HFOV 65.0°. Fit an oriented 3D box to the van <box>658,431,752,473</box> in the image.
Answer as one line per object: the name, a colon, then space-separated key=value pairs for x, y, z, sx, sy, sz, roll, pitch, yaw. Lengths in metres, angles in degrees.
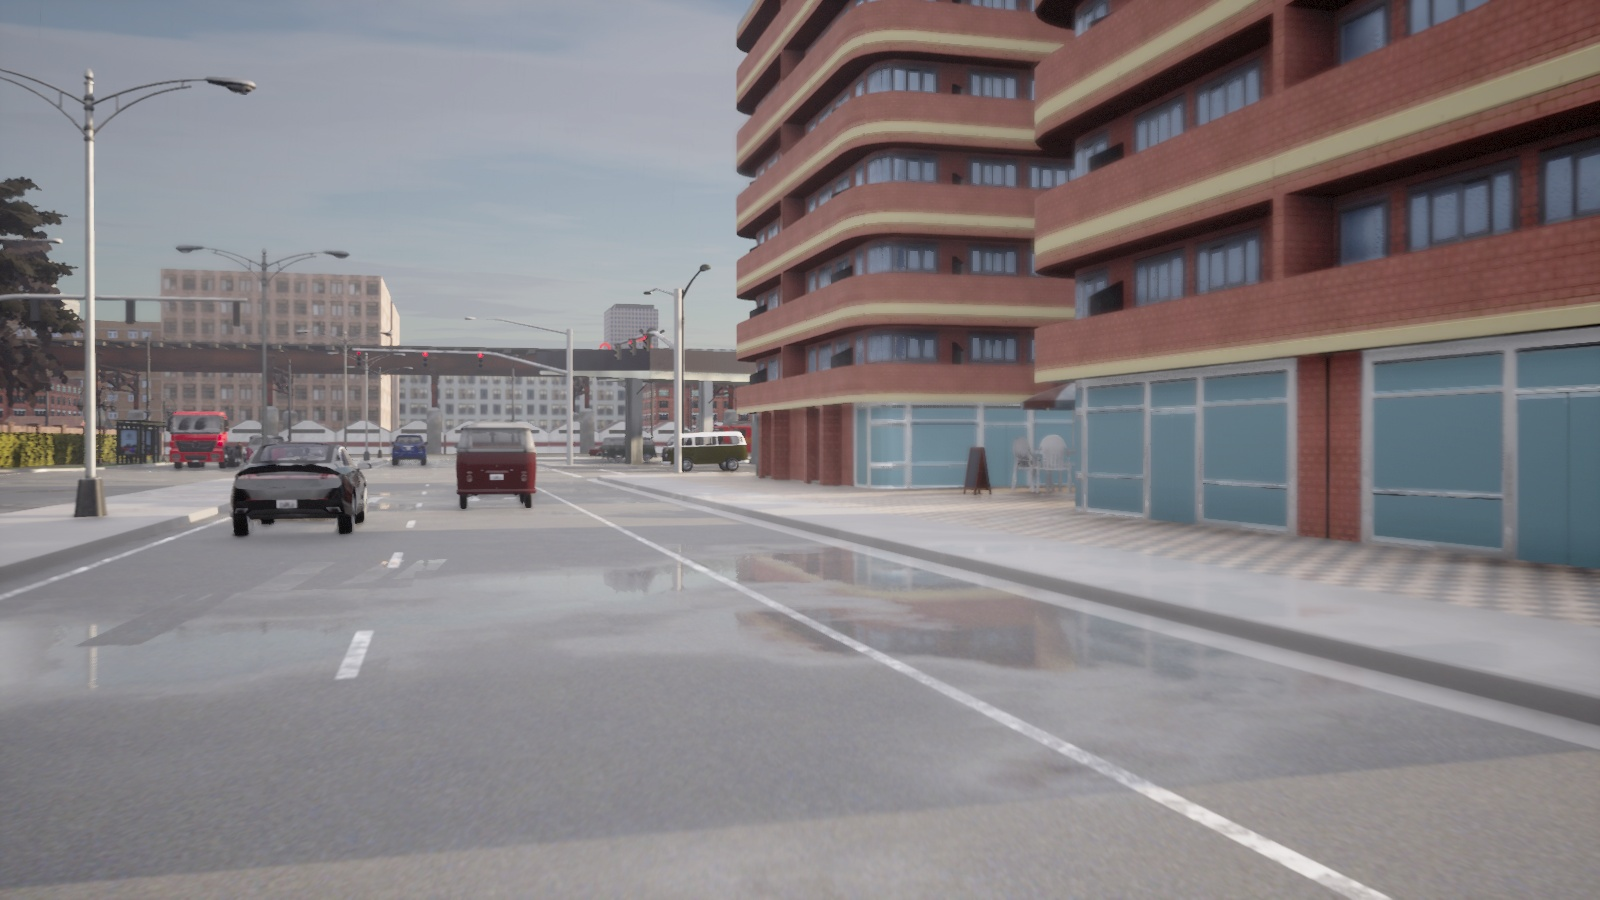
van: x=-4.976 y=0.070 z=65.685 sx=4.480 sy=2.038 sz=2.069 roll=-2 pitch=1 yaw=-17

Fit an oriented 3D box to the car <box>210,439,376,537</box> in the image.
car: x=-8.659 y=0.568 z=21.895 sx=2.128 sy=1.511 sz=4.902 roll=0 pitch=0 yaw=-15

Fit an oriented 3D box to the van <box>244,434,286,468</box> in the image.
van: x=-32.003 y=0.033 z=75.183 sx=1.775 sy=1.987 sz=4.442 roll=0 pitch=1 yaw=-16

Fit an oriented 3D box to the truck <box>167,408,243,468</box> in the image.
truck: x=-35.972 y=-0.709 z=76.194 sx=2.891 sy=3.462 sz=7.936 roll=0 pitch=0 yaw=-16

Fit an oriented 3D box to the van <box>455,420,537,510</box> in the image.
van: x=-7.354 y=0.318 z=30.122 sx=1.775 sy=1.987 sz=4.442 roll=0 pitch=0 yaw=-15

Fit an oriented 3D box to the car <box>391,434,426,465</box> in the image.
car: x=-26.425 y=-0.051 z=84.876 sx=2.150 sy=2.045 sz=5.566 roll=0 pitch=0 yaw=-16
